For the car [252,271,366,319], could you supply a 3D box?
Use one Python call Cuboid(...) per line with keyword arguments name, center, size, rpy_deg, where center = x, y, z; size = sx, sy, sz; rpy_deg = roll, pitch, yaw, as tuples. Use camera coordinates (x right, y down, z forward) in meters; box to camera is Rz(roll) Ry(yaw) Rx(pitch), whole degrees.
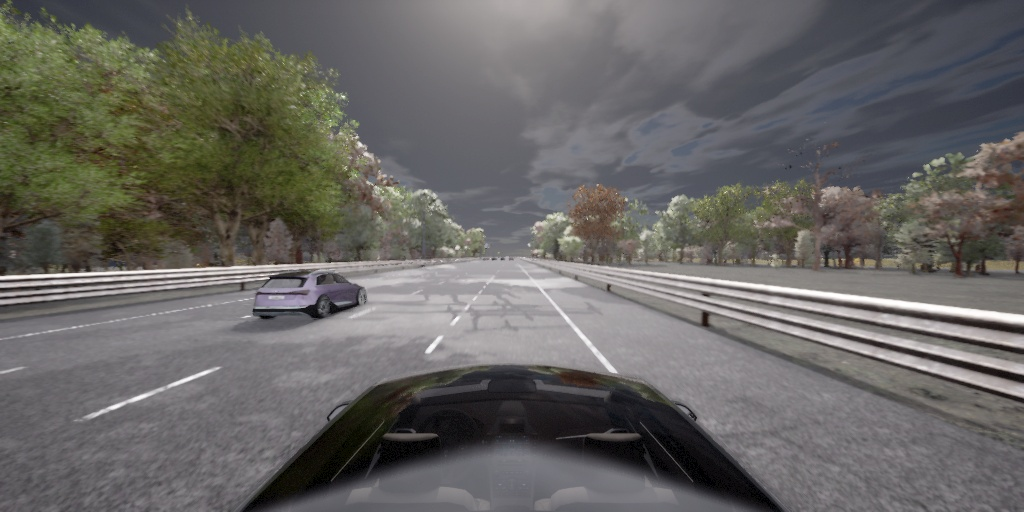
Cuboid(name="car", center=(-6.933, 1.317, 12.788), size=(2.033, 1.649, 4.856), rpy_deg=(0, -1, 0))
